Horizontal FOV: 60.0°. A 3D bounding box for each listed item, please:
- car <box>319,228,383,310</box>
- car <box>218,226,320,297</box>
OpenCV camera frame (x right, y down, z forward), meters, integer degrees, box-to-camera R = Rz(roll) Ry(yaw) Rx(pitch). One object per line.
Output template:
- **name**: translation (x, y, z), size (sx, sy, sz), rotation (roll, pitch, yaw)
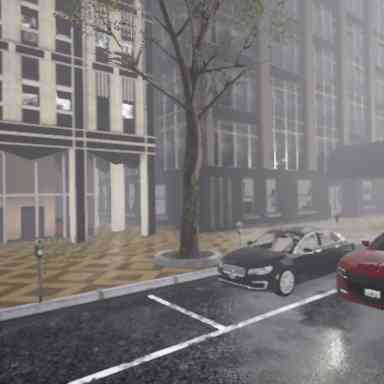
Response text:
- **car**: translation (5.104, 1.480, 7.313), size (5.008, 1.535, 1.882), rotation (0, -1, -38)
- **car**: translation (2.615, 1.606, 8.664), size (4.403, 1.369, 2.008), rotation (0, -1, -38)
